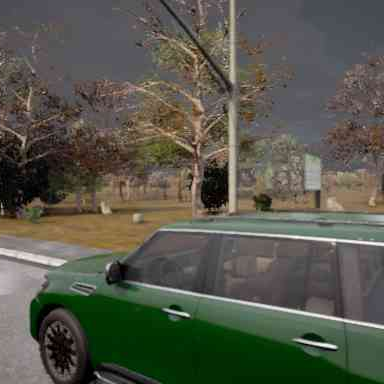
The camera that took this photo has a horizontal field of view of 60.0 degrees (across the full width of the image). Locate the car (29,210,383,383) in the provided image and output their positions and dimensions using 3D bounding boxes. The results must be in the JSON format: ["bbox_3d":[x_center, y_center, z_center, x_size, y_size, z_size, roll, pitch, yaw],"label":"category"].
[{"bbox_3d":[0.550,1.223,3.598,5.566,2.045,2.150,0,0,35],"label":"car"}]
